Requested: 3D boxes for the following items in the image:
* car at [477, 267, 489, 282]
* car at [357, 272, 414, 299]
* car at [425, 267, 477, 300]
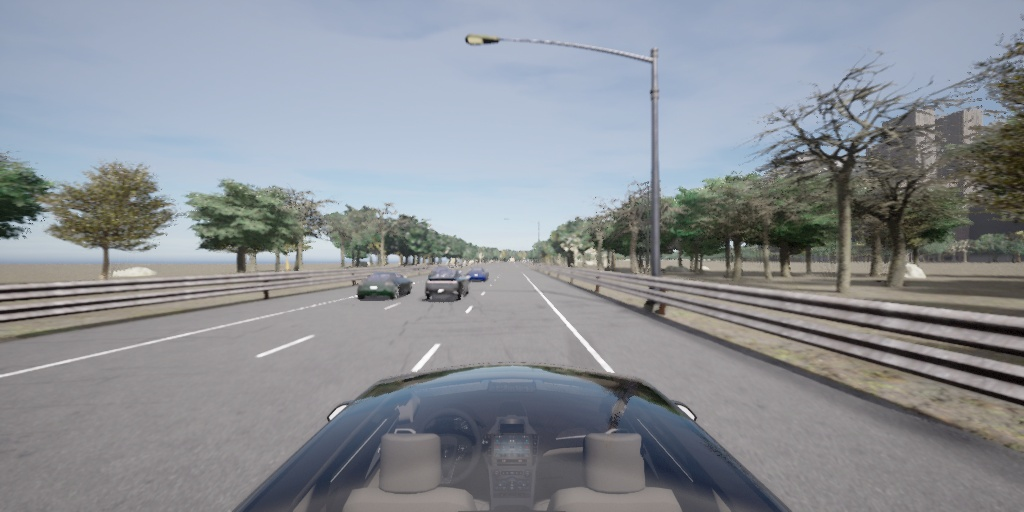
[{"bbox_3d":[-3.389,1.802,35.834,1.994,1.385,4.181,0,-1,0],"label":"car"},{"bbox_3d":[-6.894,1.570,19.896,1.994,1.385,4.181,0,-1,0],"label":"car"},{"bbox_3d":[-3.394,1.492,19.513,2.128,1.511,4.902,0,-1,0],"label":"car"}]
